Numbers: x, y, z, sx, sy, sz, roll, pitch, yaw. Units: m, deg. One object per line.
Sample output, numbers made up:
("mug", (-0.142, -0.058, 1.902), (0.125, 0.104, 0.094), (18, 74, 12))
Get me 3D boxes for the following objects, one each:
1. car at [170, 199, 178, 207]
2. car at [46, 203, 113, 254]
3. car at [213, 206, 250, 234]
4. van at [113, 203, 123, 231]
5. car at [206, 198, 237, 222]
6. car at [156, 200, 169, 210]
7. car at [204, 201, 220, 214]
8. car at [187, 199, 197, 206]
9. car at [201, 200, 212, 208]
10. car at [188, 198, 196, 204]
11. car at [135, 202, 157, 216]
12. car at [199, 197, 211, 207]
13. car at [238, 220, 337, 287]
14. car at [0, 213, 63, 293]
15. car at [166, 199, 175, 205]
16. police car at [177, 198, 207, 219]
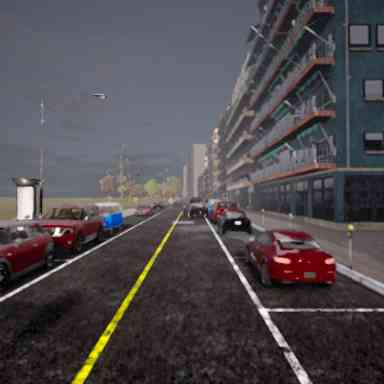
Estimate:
("car", (-2.765, 2.258, 65.376), (1.994, 1.385, 4.181), (0, -1, 0))
("car", (-5.303, 1.470, 14.513), (2.192, 1.841, 5.009), (1, -1, 0))
("car", (2.574, 1.786, 20.654), (1.947, 1.339, 4.313), (1, -1, 0))
("van", (-5.304, 1.556, 20.166), (1.690, 1.788, 3.998), (1, -1, 0))
("car", (2.577, 1.596, 26.318), (2.192, 1.841, 5.009), (1, -1, 0))
("car", (-5.305, 2.142, 54.087), (1.947, 1.339, 4.313), (1, -1, 0))
("car", (2.576, 1.988, 43.468), (1.752, 1.417, 4.829), (1, -1, 0))
("car", (0.003, 2.169, 70.977), (2.033, 1.411, 5.357), (0, -1, 0))
("car", (2.576, 2.224, 60.279), (1.802, 1.307, 4.206), (1, -1, 0))
("car", (0.003, 2.315, 85.976), (1.812, 1.442, 4.674), (0, -1, 0))
("car", (-5.306, 1.978, 37.125), (1.802, 1.307, 4.206), (1, -1, 0))
("car", (2.579, 2.018, 65.943), (2.192, 1.841, 5.009), (1, -1, 0))
("car", (2.573, 1.682, 9.333), (1.802, 1.307, 4.206), (1, -1, 0))
("car", (-5.305, 1.535, 8.858), (1.967, 1.590, 4.097), (1, -1, 0))
("car", (-5.303, 2.403, 82.186), (1.752, 1.417, 4.829), (1, -1, 0))
("police car", (0.208, 1.790, 34.218), (1.930, 1.638, 5.238), (0, -1, -14))
